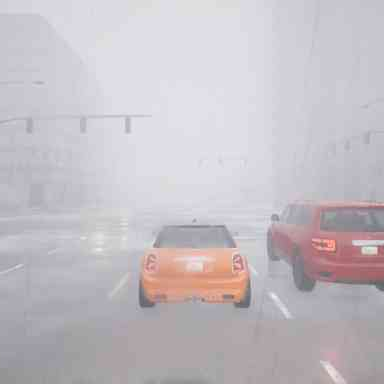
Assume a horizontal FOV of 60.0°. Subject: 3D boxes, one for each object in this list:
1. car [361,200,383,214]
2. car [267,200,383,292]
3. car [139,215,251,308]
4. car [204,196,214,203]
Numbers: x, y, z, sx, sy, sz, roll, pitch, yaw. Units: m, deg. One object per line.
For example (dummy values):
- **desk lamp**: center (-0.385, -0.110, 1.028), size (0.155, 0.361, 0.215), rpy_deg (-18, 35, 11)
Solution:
- **car**: center (20.493, 1.563, 35.263), size (4.181, 1.385, 1.994), rpy_deg (0, 0, 1)
- **car**: center (3.544, 1.221, 9.106), size (2.150, 2.045, 5.566), rpy_deg (0, 0, 2)
- **car**: center (0.066, 1.352, 8.082), size (2.097, 1.767, 4.553), rpy_deg (0, 0, 1)
- **car**: center (3.615, 1.524, 71.071), size (1.812, 1.442, 4.674), rpy_deg (0, 0, 0)
